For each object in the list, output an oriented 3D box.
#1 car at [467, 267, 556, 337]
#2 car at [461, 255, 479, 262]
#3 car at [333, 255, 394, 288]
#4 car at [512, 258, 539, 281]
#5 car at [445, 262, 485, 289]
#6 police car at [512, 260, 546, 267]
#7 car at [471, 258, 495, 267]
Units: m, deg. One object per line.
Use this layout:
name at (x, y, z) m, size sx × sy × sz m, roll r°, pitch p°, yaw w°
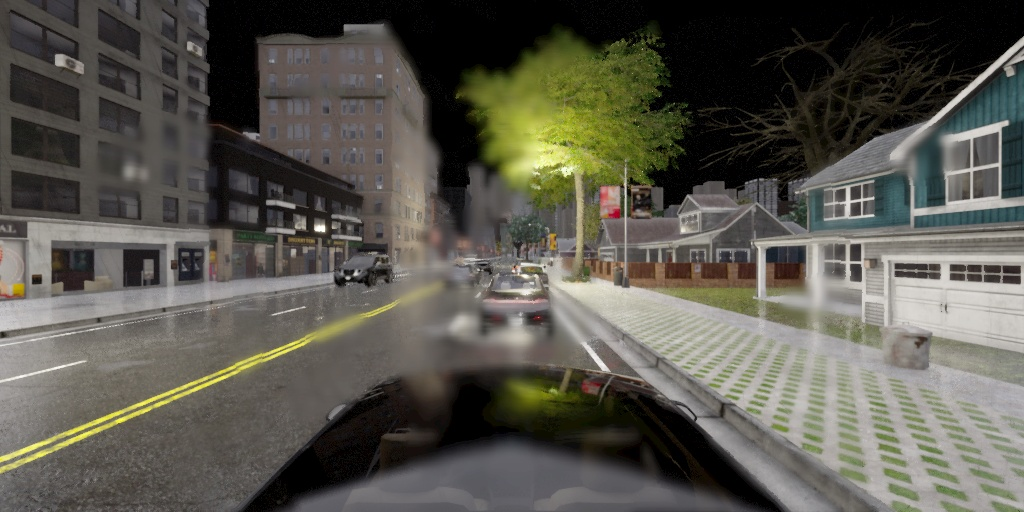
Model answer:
car at (0.128, 1.238, 10.296) m, size 2.128 × 1.511 × 4.902 m, roll 0°, pitch 0°, yaw 0°
car at (-6.386, 0.919, 57.537) m, size 2.150 × 2.045 × 5.566 m, roll 0°, pitch 0°, yaw 0°
car at (-9.772, 0.955, 24.154) m, size 2.150 × 2.045 × 5.566 m, roll 0°, pitch 0°, yaw 0°
car at (1.074, 1.077, 30.406) m, size 2.097 × 1.767 × 4.553 m, roll 0°, pitch 0°, yaw 0°
car at (-3.075, 1.298, 23.193) m, size 1.994 × 1.385 × 4.181 m, roll 0°, pitch 0°, yaw 0°
police car at (1.040, 1.162, 20.545) m, size 1.930 × 1.638 × 5.238 m, roll 0°, pitch 0°, yaw 0°
car at (-3.020, 1.220, 39.144) m, size 1.837 × 1.490 × 4.892 m, roll 0°, pitch 0°, yaw 0°
